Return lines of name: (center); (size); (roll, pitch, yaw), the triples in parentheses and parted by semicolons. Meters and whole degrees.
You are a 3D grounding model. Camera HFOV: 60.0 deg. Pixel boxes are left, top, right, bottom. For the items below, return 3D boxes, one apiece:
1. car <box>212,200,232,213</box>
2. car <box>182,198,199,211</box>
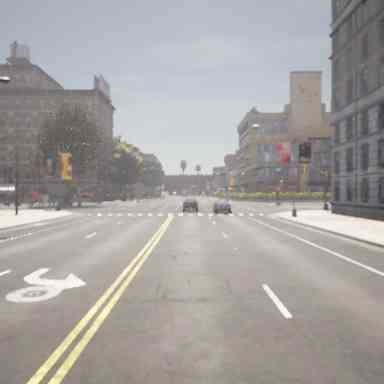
car: (3.360, 1.598, 37.664); (2.033, 1.411, 5.357); (0, 0, -1)
car: (-0.182, 1.562, 41.556); (1.837, 1.490, 4.892); (0, 0, -1)
